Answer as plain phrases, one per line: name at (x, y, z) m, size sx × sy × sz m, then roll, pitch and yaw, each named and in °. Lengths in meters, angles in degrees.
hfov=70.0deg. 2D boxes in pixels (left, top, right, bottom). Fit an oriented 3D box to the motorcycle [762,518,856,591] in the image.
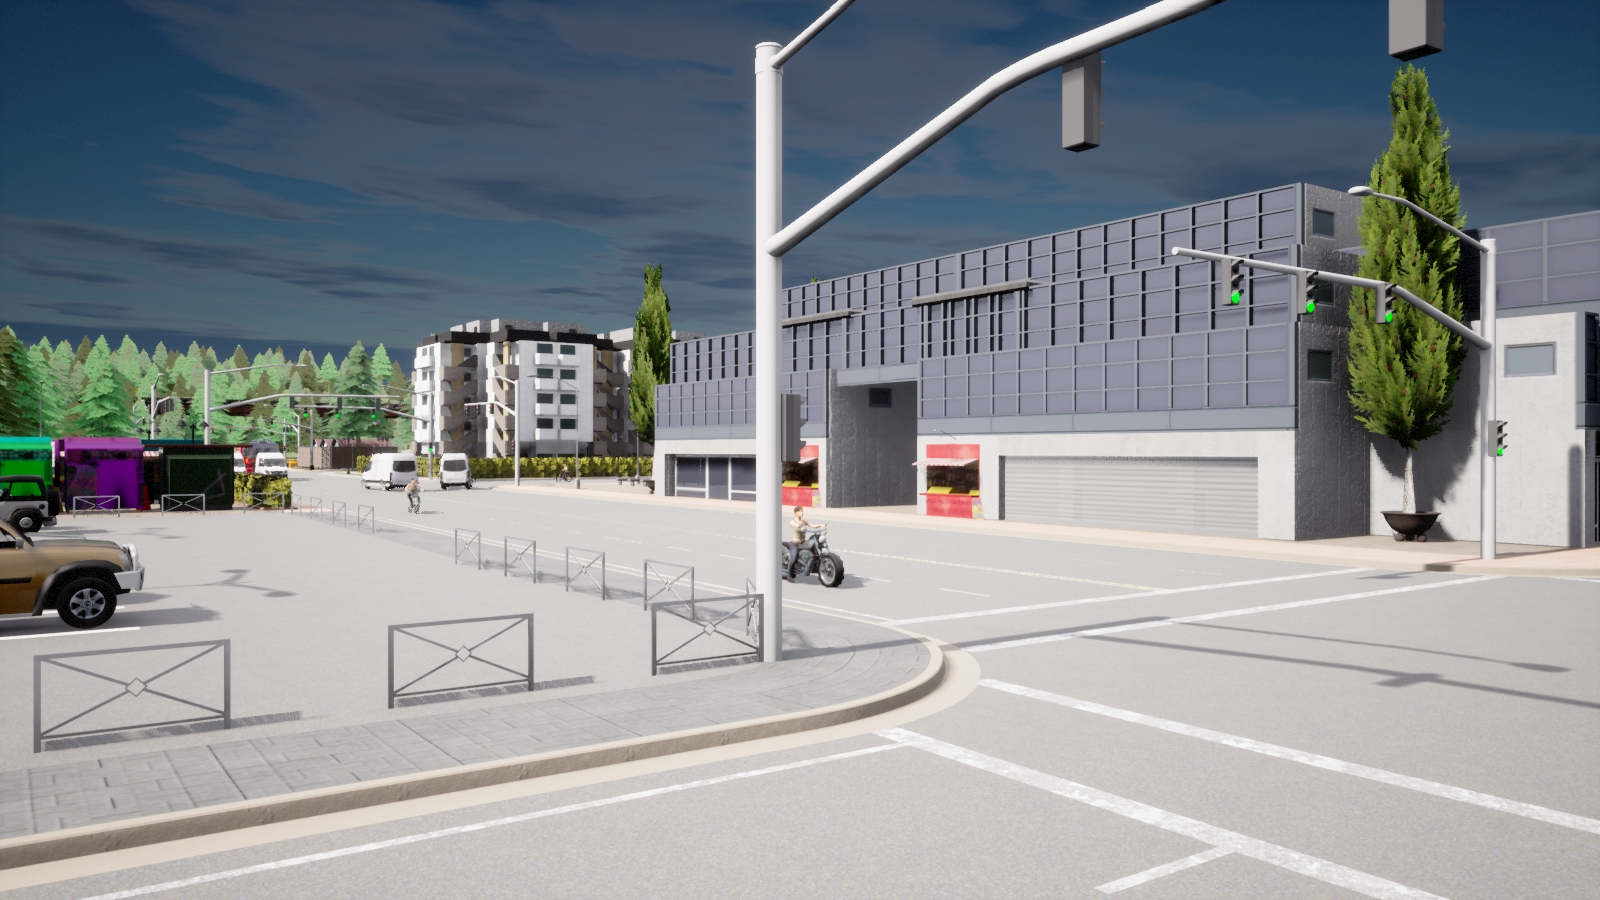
motorcycle at (0.165, 2.155, 23.900) m, size 0.764 × 1.307 × 2.356 m, roll 0°, pitch 0°, yaw -34°
